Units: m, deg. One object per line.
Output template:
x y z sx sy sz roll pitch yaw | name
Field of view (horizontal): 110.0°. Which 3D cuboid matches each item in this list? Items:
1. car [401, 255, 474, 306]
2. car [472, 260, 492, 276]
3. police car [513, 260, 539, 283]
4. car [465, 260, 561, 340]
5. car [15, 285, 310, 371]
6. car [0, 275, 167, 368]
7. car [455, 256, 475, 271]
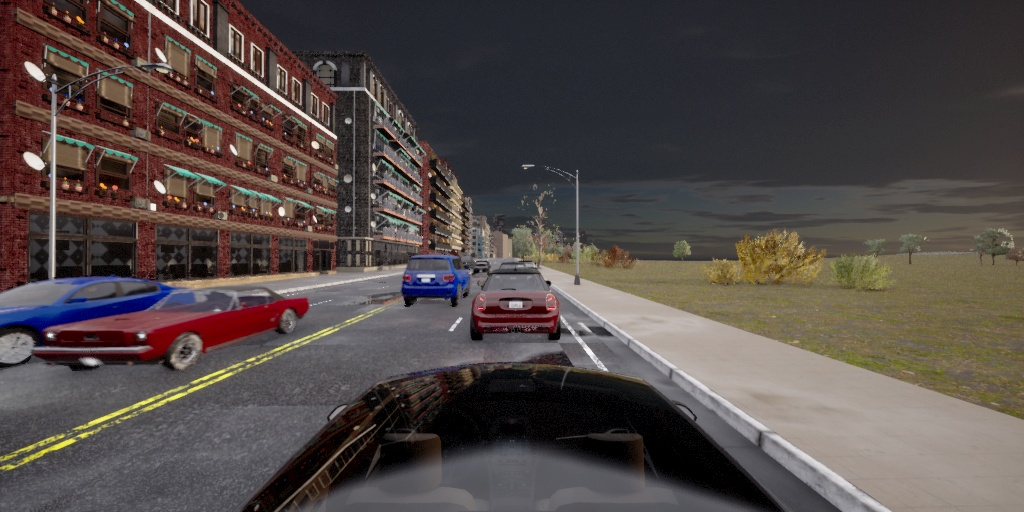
-3.182 0.975 15.920 2.150 2.045 5.566 0 0 0 | car
-3.231 1.260 39.639 1.837 1.490 4.892 0 1 0 | car
1.078 1.179 29.359 1.930 1.638 5.238 0 0 0 | police car
0.075 1.103 10.091 2.097 1.767 4.553 0 0 0 | car
-6.614 1.352 7.838 1.895 1.301 4.718 0 0 0 | car
-9.864 1.229 8.048 1.882 1.535 5.008 0 0 0 | car
-6.703 0.974 51.456 2.150 2.045 5.566 0 0 0 | car
